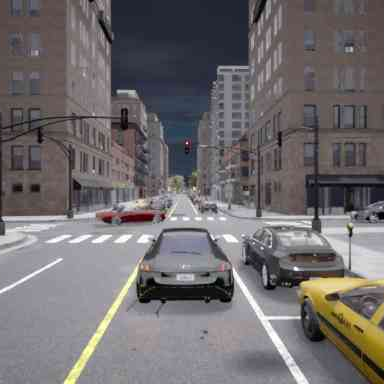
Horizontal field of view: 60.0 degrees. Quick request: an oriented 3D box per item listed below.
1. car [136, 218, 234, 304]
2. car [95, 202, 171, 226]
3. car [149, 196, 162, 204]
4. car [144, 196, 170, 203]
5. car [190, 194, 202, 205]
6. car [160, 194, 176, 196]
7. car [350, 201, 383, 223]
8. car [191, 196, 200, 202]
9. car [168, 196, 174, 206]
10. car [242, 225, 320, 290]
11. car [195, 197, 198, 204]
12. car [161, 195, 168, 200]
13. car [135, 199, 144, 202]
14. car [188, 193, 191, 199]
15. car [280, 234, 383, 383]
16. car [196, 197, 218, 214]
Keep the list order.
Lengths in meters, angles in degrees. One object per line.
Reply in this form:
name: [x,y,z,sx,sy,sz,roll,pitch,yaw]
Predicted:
car: [-0.173,1.564,8.222,1.994,1.385,4.181,0,0,-1]
car: [-4.194,1.610,23.203,4.718,1.301,1.895,0,0,-29]
car: [-6.956,1.544,63.956,2.008,1.369,4.403,0,0,-1]
car: [-3.708,1.504,36.012,1.837,1.490,4.892,0,0,-1]
car: [1.209,1.435,58.480,1.967,1.590,4.097,0,0,-1]
car: [-4.213,1.543,56.280,2.033,1.411,5.357,0,0,-2]
car: [13.927,1.401,23.834,4.902,1.511,2.128,0,0,-3]
car: [0.783,1.555,75.520,1.947,1.339,4.313,0,0,-1]
car: [-3.956,1.562,45.915,1.994,1.385,4.181,0,0,-2]
car: [2.449,1.551,8.893,2.008,1.369,4.403,0,0,-1]
car: [1.634,1.580,41.440,1.802,1.307,4.206,0,0,-1]
car: [-7.665,1.567,92.354,1.802,1.307,4.206,0,0,-1]
car: [-6.384,1.524,41.068,1.752,1.417,4.829,0,0,-1]
car: [0.925,1.306,69.840,2.192,1.841,5.009,0,0,-1]
car: [2.584,1.525,3.658,1.752,1.417,4.829,0,0,-1]
car: [1.776,1.550,35.760,2.008,1.369,4.403,0,0,-1]
